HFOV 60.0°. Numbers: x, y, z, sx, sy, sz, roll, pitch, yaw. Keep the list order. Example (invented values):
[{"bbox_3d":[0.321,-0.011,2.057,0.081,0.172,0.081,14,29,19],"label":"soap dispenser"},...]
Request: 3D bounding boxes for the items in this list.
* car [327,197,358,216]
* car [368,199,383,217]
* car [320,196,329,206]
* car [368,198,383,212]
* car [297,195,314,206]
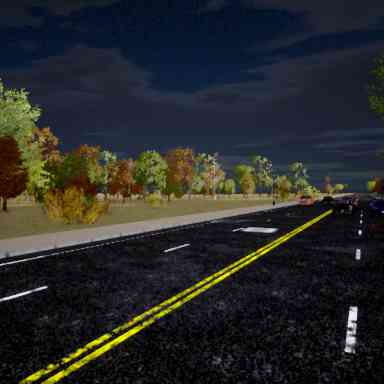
[{"bbox_3d":[14.717,1.489,32.206,2.128,1.511,4.902,0,0,27],"label":"car"},{"bbox_3d":[17.317,1.524,30.292,1.812,1.442,4.674,0,0,28],"label":"car"},{"bbox_3d":[21.901,1.499,53.599,1.837,1.490,4.892,0,0,28],"label":"car"},{"bbox_3d":[22.503,1.543,40.314,2.033,1.411,5.357,0,0,28],"label":"car"},{"bbox_3d":[18.410,1.346,53.927,2.097,1.767,4.553,0,0,27],"label":"car"}]
